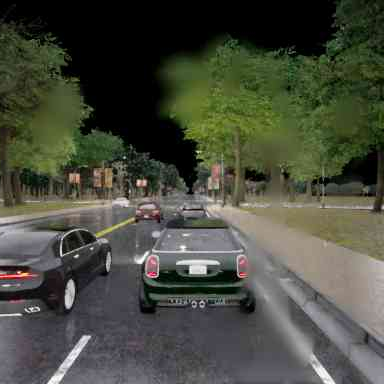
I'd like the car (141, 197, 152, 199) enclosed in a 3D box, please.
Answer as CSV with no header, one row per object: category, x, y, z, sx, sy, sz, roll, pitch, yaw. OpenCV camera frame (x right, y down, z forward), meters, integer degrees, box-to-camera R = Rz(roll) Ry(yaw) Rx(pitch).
car,-6.621,1.516,47.763,1.882,1.535,5.008,0,0,0

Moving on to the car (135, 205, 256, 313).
car,0.089,1.352,7.818,2.097,1.767,4.553,0,0,0

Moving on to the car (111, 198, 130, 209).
car,-9.880,1.561,46.184,1.812,1.442,4.674,0,0,0

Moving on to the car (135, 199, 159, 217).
car,-3.192,1.535,25.435,1.812,1.442,4.674,0,0,0

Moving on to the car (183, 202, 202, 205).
car,0.057,1.499,24.216,2.128,1.511,4.902,0,0,0

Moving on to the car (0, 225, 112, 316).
car,-3.162,1.505,7.545,1.837,1.490,4.892,0,0,0
